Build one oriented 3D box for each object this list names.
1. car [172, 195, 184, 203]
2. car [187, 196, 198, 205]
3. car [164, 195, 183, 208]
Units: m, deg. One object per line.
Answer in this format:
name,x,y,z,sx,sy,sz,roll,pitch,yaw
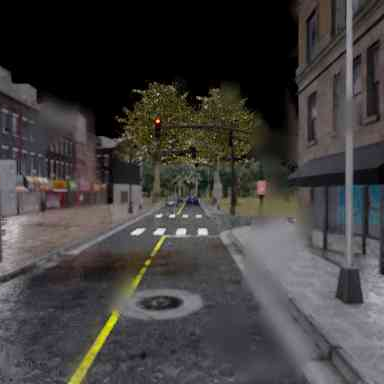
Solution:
car,-2.751,1.397,66.295,2.033,1.411,5.357,0,0,0
car,0.095,1.343,55.183,1.882,1.535,5.008,0,0,0
car,-2.833,1.367,46.982,2.128,1.511,4.902,0,0,0
